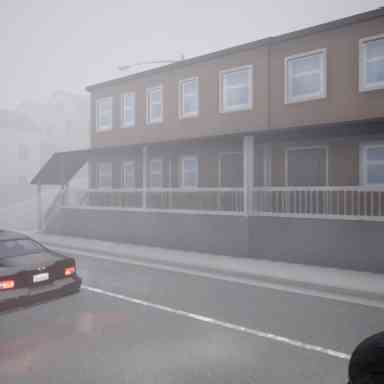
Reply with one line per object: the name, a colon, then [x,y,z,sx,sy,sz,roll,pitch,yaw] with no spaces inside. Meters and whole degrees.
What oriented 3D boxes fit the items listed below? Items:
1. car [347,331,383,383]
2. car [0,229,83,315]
car: [3.438,1.478,1.536,5.008,1.535,1.882,0,0,35]
car: [-4.687,1.545,7.306,5.357,1.411,2.033,0,0,36]
